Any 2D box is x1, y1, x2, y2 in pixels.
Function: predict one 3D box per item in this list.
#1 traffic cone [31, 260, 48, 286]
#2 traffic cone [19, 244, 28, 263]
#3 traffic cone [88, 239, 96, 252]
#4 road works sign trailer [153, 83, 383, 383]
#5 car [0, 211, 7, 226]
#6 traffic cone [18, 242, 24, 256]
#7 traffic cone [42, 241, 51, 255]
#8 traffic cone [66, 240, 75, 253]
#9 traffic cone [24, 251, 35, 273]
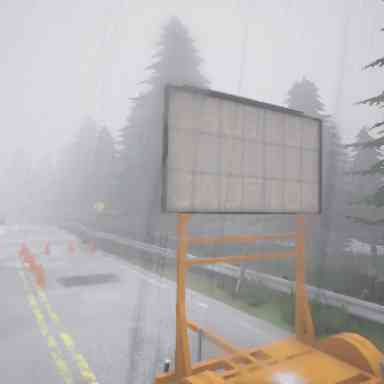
[{"bbox_3d":[-4.250,2.299,9.331,0.340,0.580,0.340,2,-3,-31],"label":"traffic cone"},{"bbox_3d":[-6.328,2.408,12.747,0.340,0.580,0.340,2,-3,-31],"label":"traffic cone"},{"bbox_3d":[-4.814,2.570,16.008,0.340,0.580,0.340,2,-3,-31],"label":"traffic cone"},{"bbox_3d":[0.586,0.670,4.101,2.380,3.560,2.880,3,-3,-31],"label":"road works sign trailer"},{"bbox_3d":[-20.006,2.658,33.787,2.033,1.411,5.357,3,-3,-31],"label":"car"},{"bbox_3d":[-7.367,2.463,14.455,0.340,0.580,0.340,2,-3,-31],"label":"traffic cone"},{"bbox_3d":[-6.516,2.499,14.971,0.340,0.580,0.340,2,-3,-31],"label":"traffic cone"},{"bbox_3d":[-5.665,2.534,15.489,0.340,0.580,0.340,2,-3,-31],"label":"traffic cone"},{"bbox_3d":[-5.289,2.354,11.039,0.340,0.580,0.340,2,-3,-31],"label":"traffic cone"}]
